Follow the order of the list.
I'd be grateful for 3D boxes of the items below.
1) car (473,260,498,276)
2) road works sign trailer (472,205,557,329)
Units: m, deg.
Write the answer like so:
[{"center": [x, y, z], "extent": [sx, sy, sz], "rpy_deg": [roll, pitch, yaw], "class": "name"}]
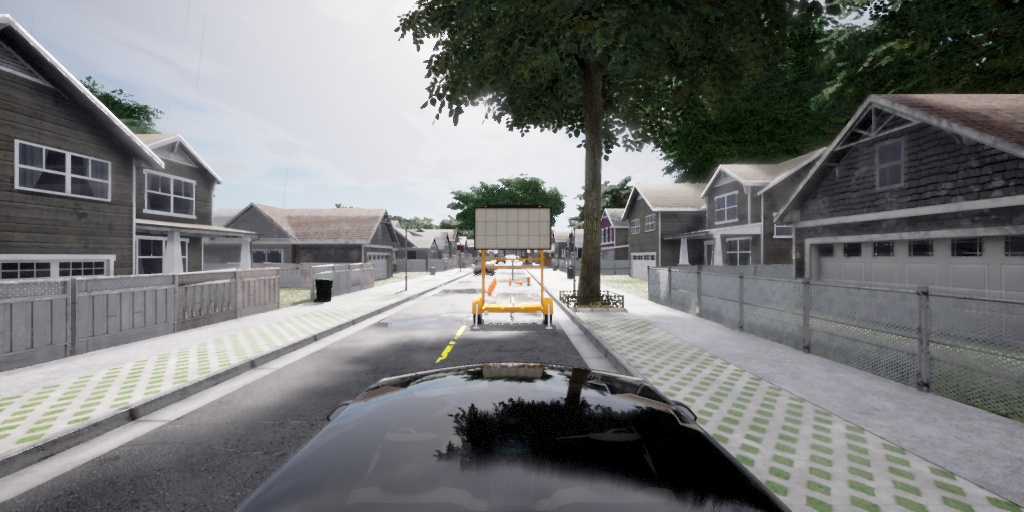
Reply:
[{"center": [-2.787, 1.286, 36.702], "extent": [1.994, 1.385, 4.181], "rpy_deg": [0, 0, 0], "class": "car"}, {"center": [0.023, 0.213, 11.244], "extent": [2.380, 3.560, 2.880], "rpy_deg": [0, 0, 0], "class": "road works sign trailer"}]
